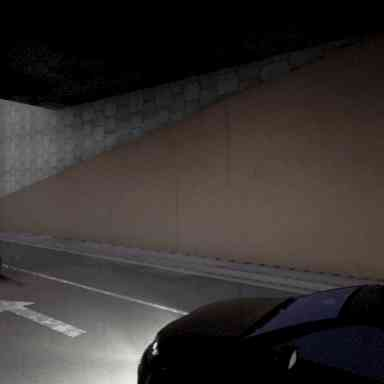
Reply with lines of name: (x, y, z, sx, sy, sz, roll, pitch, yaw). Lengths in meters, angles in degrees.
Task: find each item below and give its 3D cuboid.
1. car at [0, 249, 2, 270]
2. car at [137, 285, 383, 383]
car: (-7.263, 1.351, 9.180, 4.553, 1.767, 2.097, 0, 0, 36)
car: (1.504, 1.564, 2.828, 4.181, 1.385, 1.994, 0, 0, 36)
